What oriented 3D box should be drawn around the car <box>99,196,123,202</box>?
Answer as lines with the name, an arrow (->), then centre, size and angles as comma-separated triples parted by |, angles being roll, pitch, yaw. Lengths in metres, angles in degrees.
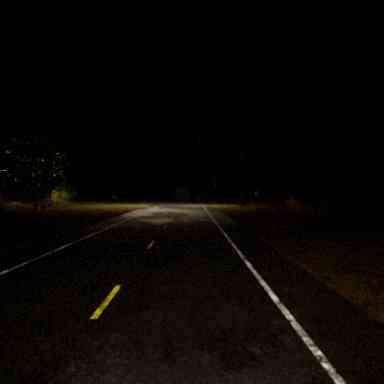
car -> -16.919, 1.515, 69.474 | 4.718, 1.301, 1.895 | 0, 0, -2

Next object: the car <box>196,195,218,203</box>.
car -> 3.134, 1.363, 69.992 | 4.553, 1.767, 2.097 | 0, 0, -1

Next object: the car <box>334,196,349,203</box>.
car -> 30.749, 1.598, 70.792 | 4.892, 1.490, 1.837 | 0, 0, -2

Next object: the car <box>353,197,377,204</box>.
car -> 33.227, 1.672, 63.850 | 4.181, 1.385, 1.994 | 0, 0, -2

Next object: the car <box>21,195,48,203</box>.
car -> -29.163, 1.352, 62.111 | 5.008, 1.535, 1.882 | 0, 0, -2
